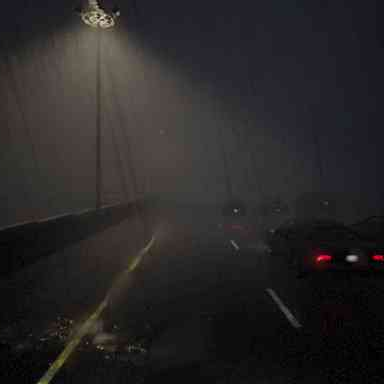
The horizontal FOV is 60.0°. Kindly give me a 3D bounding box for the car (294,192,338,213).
[{"bbox_3d":[10.612,0.976,28.891,2.150,2.045,5.566,0,1,0],"label":"car"}]

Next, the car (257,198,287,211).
[{"bbox_3d":[7.113,1.234,29.782,2.128,1.511,4.902,0,1,0],"label":"car"}]

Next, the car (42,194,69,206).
[{"bbox_3d":[-17.549,1.003,44.002,1.837,1.490,4.892,0,1,0],"label":"car"}]

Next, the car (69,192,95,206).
[{"bbox_3d":[-14.049,0.848,44.144,2.097,1.767,4.553,0,1,0],"label":"car"}]

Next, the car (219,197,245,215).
[{"bbox_3d":[3.613,1.246,29.907,1.837,1.490,4.892,0,1,0],"label":"car"}]

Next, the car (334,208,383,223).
[{"bbox_3d":[7.085,1.506,11.905,1.994,1.385,4.181,0,0,0],"label":"car"}]

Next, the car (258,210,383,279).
[{"bbox_3d":[3.574,1.504,9.893,2.033,1.411,5.357,0,0,0],"label":"car"}]

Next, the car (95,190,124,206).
[{"bbox_3d":[-10.553,0.721,43.950,2.150,2.045,5.566,0,1,0],"label":"car"}]

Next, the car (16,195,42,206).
[{"bbox_3d":[-21.051,1.045,44.014,2.033,1.411,5.357,0,1,0],"label":"car"}]
